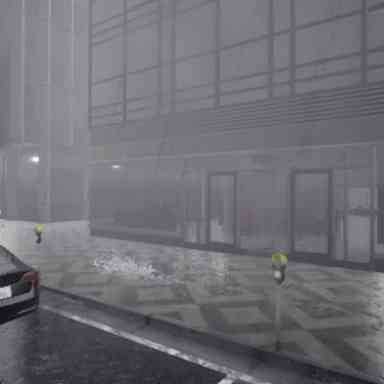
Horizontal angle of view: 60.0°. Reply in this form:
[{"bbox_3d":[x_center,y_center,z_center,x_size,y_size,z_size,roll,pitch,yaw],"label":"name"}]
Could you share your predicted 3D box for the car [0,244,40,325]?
[{"bbox_3d":[-4.537,1.529,6.095,4.313,1.339,1.947,0,0,35],"label":"car"}]
